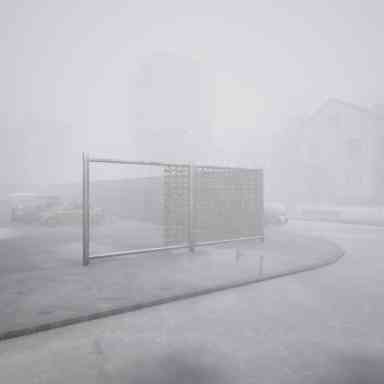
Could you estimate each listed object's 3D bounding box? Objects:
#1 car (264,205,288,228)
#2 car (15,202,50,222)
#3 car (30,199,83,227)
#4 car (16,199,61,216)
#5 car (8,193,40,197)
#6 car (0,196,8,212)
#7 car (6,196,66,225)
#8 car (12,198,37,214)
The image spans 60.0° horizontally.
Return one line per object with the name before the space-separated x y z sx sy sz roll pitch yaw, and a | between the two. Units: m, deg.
car | 4.204 1.491 22.517 2.128 1.511 4.902 0 0 -36
car | -12.024 1.451 25.077 2.207 1.379 1.481 0 0 -36
car | -7.845 1.416 21.548 4.193 1.474 1.816 0 0 -36
car | -14.799 1.412 32.040 3.633 1.501 1.845 0 0 -36
car | -12.578 1.242 27.337 3.866 1.878 1.905 0 0 -36
car | -17.856 1.474 35.607 5.357 1.415 2.033 0 0 -36
car | -10.289 1.348 23.699 4.611 1.667 2.242 0 0 -36
car | -17.854 1.402 35.329 1.789 1.547 3.705 0 0 -36
